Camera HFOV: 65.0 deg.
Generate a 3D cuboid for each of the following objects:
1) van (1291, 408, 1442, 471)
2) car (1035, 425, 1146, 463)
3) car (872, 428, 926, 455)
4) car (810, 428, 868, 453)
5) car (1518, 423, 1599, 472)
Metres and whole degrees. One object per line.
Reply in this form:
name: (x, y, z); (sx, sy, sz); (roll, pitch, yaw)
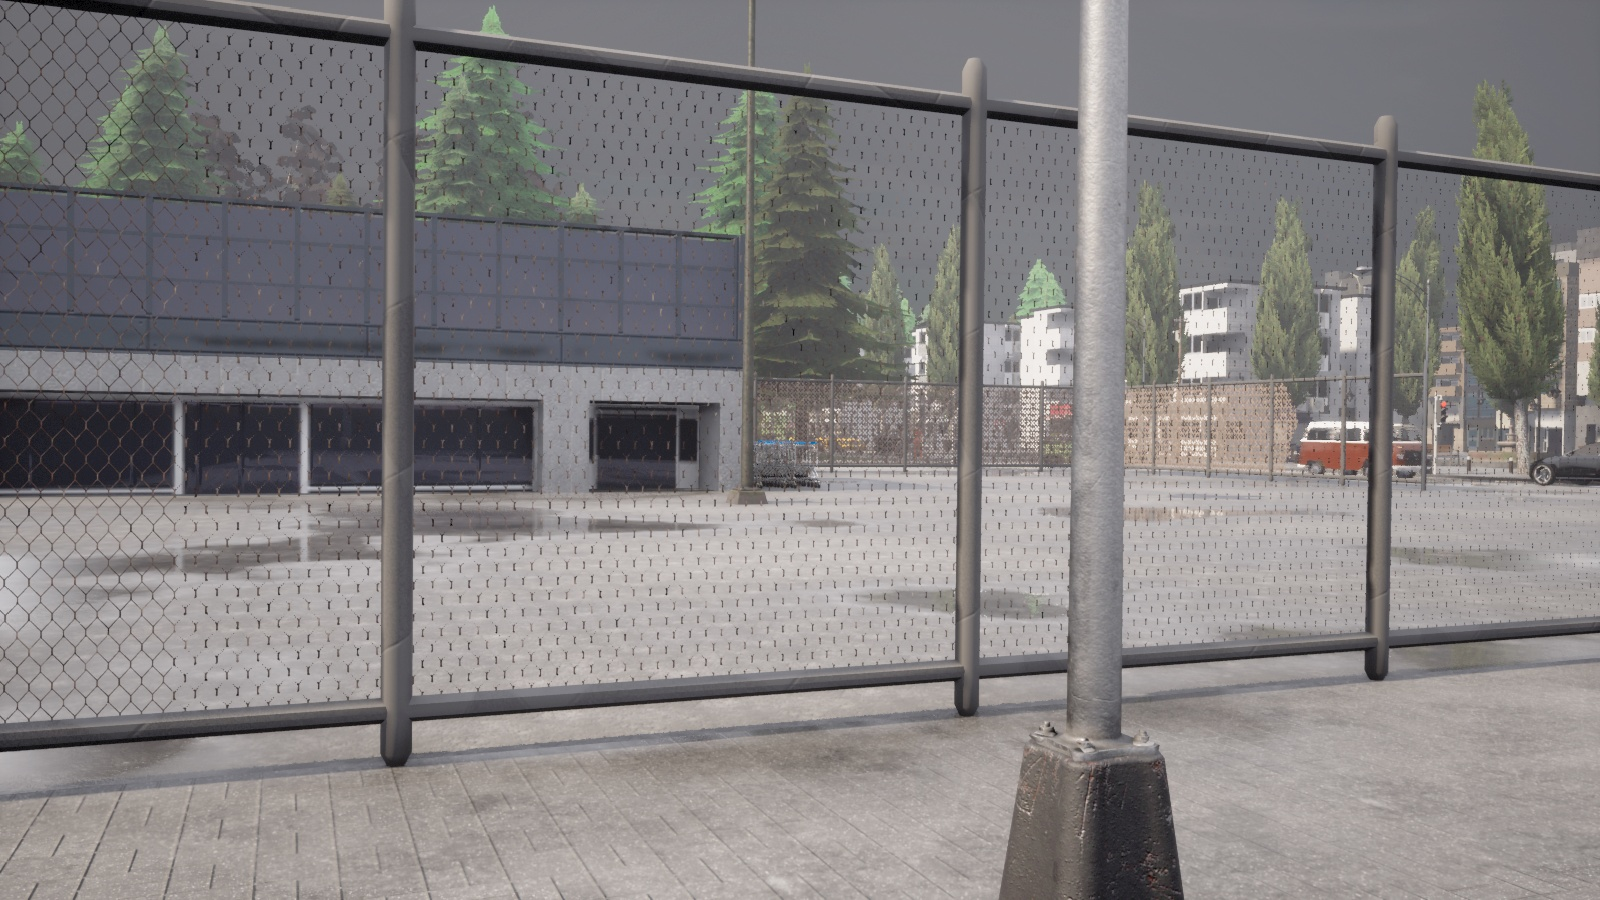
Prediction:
van: (19.294, -0.386, 42.993); (2.069, 2.038, 4.480); (-1, 1, -22)
car: (12.512, -0.269, 54.003); (4.514, 1.525, 2.007); (-1, 1, -31)
car: (5.938, -0.520, 75.749); (1.789, 1.549, 3.705); (-1, 1, -21)
car: (2.559, -0.657, 83.993); (1.801, 1.575, 5.366); (-1, 1, -22)
car: (25.242, -0.109, 39.003); (2.163, 1.488, 4.792); (-1, 1, -22)
